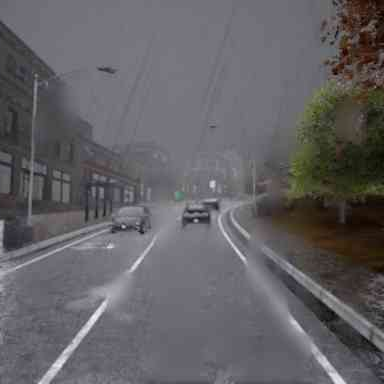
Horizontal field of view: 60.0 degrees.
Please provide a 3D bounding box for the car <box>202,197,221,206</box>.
[{"bbox_3d":[3.612,1.660,60.922,2.033,1.411,5.357,-2,-1,18],"label":"car"}]

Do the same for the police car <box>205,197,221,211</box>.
[{"bbox_3d":[2.535,1.465,41.392,1.930,1.638,5.238,-1,0,10],"label":"police car"}]

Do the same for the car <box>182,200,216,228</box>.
[{"bbox_3d":[0.368,1.530,22.613,2.128,1.511,4.902,0,0,3],"label":"car"}]

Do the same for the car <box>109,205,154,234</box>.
[{"bbox_3d":[-3.431,1.551,19.512,1.837,1.490,4.892,0,0,2],"label":"car"}]
